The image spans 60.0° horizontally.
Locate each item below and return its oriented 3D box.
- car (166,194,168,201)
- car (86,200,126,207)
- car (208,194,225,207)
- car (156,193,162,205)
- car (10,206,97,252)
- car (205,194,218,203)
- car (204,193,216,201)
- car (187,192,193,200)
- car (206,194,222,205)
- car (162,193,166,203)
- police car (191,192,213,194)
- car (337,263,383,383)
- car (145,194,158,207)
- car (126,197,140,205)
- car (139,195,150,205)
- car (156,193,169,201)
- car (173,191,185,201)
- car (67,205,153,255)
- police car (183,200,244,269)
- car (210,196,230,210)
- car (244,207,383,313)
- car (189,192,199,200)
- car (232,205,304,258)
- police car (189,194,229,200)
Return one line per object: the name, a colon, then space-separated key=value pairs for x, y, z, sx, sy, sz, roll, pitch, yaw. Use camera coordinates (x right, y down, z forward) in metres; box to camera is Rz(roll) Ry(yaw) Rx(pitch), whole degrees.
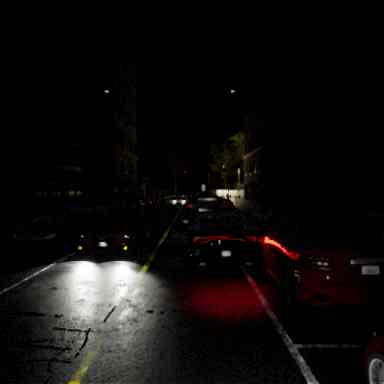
car: x=-5.033 y=0.809 z=51.554 sx=1.967 sy=1.590 sz=4.097 roll=0 pitch=1 yaw=0
car: x=-5.265 y=1.320 z=18.446 sx=2.008 sy=1.369 sz=4.403 roll=0 pitch=1 yaw=0
car: x=2.915 y=1.020 z=40.636 sx=1.752 sy=1.417 sz=4.829 roll=0 pitch=1 yaw=0
car: x=-5.111 y=0.939 z=40.517 sx=1.967 sy=1.590 sz=4.097 roll=0 pitch=1 yaw=0
car: x=-5.303 y=1.420 z=12.928 sx=1.802 sy=1.307 sz=4.206 roll=0 pitch=1 yaw=0
car: x=2.992 y=0.949 z=51.501 sx=1.802 sy=1.307 sz=4.206 roll=0 pitch=1 yaw=0
car: x=3.030 y=0.869 z=57.019 sx=1.947 sy=1.339 sz=4.313 roll=0 pitch=1 yaw=0
car: x=0.329 y=1.013 z=47.713 sx=1.895 sy=1.301 sz=4.718 roll=0 pitch=1 yaw=1
car: x=2.953 y=0.977 z=45.983 sx=1.887 sy=1.381 sz=4.507 roll=0 pitch=1 yaw=0
car: x=-5.073 y=0.961 z=45.866 sx=1.752 sy=1.417 sz=4.829 roll=0 pitch=1 yaw=0
police car: x=1.007 y=1.088 z=26.846 sx=1.930 sy=1.638 sz=5.238 roll=0 pitch=1 yaw=0
car: x=2.644 y=1.556 z=1.842 sx=1.802 sy=1.307 sz=4.206 roll=0 pitch=1 yaw=0
car: x=-5.149 y=1.115 z=35.000 sx=2.008 sy=1.369 sz=4.403 roll=0 pitch=1 yaw=0
car: x=-5.226 y=1.245 z=23.965 sx=1.887 sy=1.381 sz=4.507 roll=0 pitch=1 yaw=0
car: x=-5.187 y=1.198 z=29.483 sx=1.947 sy=1.339 sz=4.313 roll=0 pitch=1 yaw=0
car: x=-4.995 y=0.886 z=57.074 sx=1.802 sy=1.307 sz=4.206 roll=0 pitch=1 yaw=0
car: x=-2.336 y=0.609 z=60.810 sx=2.097 sy=1.767 sz=4.553 roll=0 pitch=1 yaw=0
car: x=-2.769 y=1.408 z=12.346 sx=1.994 sy=1.385 sz=4.181 roll=0 pitch=1 yaw=0
police car: x=0.747 y=1.288 z=10.813 sx=1.930 sy=1.638 sz=5.238 roll=0 pitch=1 yaw=-2
car: x=2.876 y=1.145 z=34.948 sx=1.802 sy=1.307 sz=4.206 roll=0 pitch=1 yaw=0
car: x=2.683 y=1.220 z=7.357 sx=2.192 sy=1.841 sz=5.009 roll=0 pitch=1 yaw=0
car: x=0.428 y=0.770 z=62.110 sx=1.812 sy=1.442 sz=4.674 roll=0 pitch=1 yaw=0
car: x=2.718 y=1.360 z=13.045 sx=1.752 sy=1.417 sz=4.829 roll=0 pitch=1 yaw=0
police car: x=0.964 y=1.163 z=20.847 sx=1.930 sy=1.638 sz=5.238 roll=0 pitch=1 yaw=0
